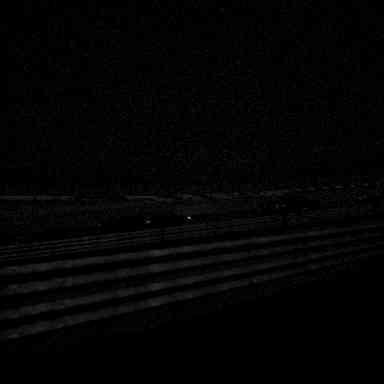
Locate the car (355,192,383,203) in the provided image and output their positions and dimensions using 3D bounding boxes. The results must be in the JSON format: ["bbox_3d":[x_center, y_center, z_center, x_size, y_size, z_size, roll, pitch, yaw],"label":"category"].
[{"bbox_3d":[25.098,0.715,46.822,4.181,1.385,1.994,-4,2,-23],"label":"car"}]

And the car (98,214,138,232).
[{"bbox_3d":[-6.950,2.912,33.066,4.674,1.442,1.812,-4,2,-23],"label":"car"}]

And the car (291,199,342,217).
[{"bbox_3d":[13.138,1.748,34.071,4.902,1.511,2.128,-4,2,-23],"label":"car"}]

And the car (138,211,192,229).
[{"bbox_3d":[-2.316,2.547,31.245,4.553,1.767,2.097,-4,2,-23],"label":"car"}]

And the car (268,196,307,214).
[{"bbox_3d":[11.772,1.433,37.291,5.566,2.045,2.150,-4,2,-23],"label":"car"}]

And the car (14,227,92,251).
[{"bbox_3d":[-9.951,3.316,24.160,5.357,1.411,2.033,-4,2,-23],"label":"car"}]

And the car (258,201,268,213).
[{"bbox_3d":[10.373,1.692,40.501,4.902,1.511,2.128,-4,2,-23],"label":"car"}]
